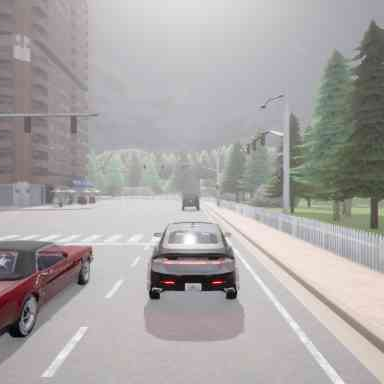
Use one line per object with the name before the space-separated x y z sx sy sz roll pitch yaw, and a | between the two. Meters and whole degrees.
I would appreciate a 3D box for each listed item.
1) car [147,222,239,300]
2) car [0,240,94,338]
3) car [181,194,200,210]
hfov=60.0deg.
car | 0.021 1.492 8.398 2.128 1.511 4.902 0 0 0
car | -3.452 1.601 6.548 1.895 1.301 4.718 0 0 0
car | -0.180 1.222 42.771 2.150 2.045 5.566 0 0 -1
